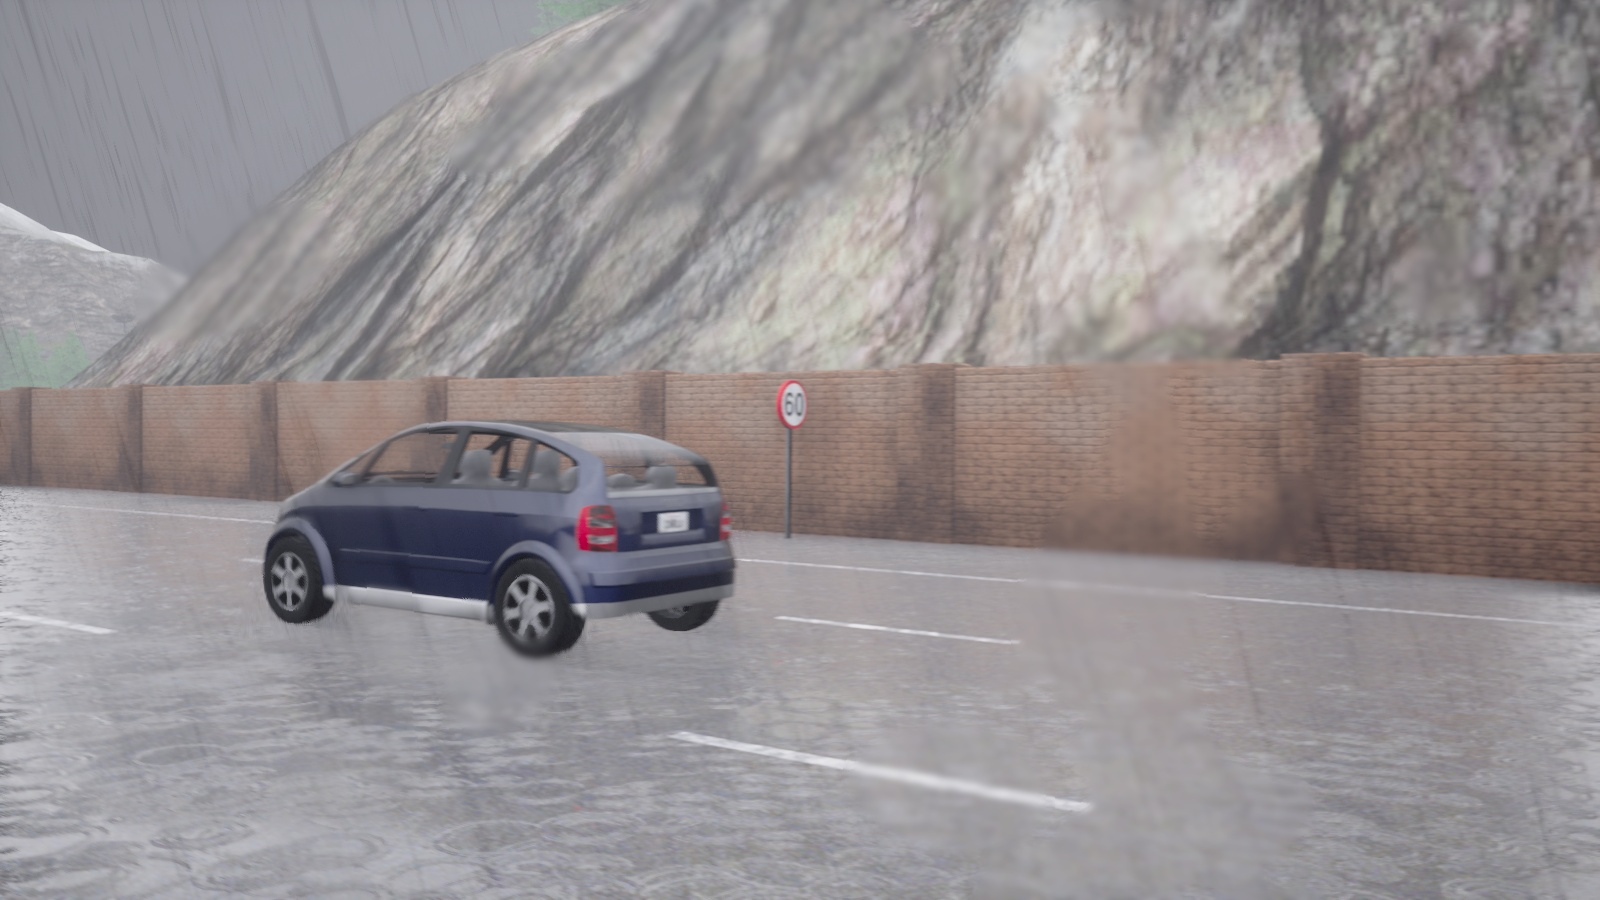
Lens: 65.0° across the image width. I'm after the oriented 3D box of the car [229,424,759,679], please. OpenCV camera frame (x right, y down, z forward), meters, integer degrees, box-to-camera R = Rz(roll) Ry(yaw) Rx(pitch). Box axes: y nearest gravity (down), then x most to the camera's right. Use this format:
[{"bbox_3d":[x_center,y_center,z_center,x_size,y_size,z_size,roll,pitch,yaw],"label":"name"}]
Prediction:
[{"bbox_3d":[-2.341,0.602,9.379,3.705,1.549,1.789,0,1,34],"label":"car"}]
